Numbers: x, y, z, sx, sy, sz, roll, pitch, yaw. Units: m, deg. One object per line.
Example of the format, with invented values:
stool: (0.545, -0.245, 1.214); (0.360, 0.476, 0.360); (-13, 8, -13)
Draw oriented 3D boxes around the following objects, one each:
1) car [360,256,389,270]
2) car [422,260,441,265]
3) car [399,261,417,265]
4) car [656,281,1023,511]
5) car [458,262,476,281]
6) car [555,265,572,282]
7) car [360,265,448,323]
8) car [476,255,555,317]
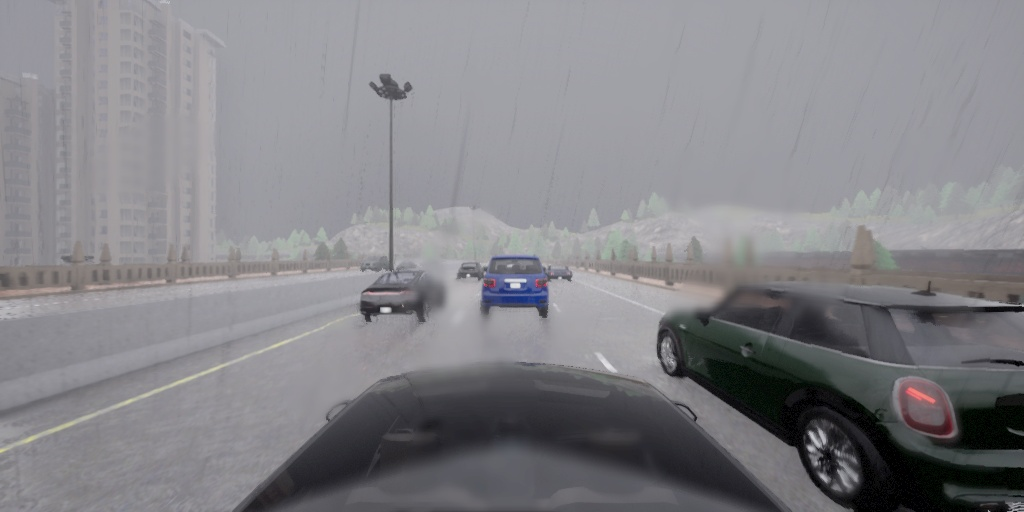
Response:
car: (-17.576, 1.015, 46.327); (2.150, 2.045, 5.566); (0, 0, 0)
car: (-10.574, 1.298, 46.944); (1.837, 1.490, 4.892); (0, 0, 0)
car: (-14.065, 1.364, 48.405); (1.994, 1.385, 4.181); (0, 0, 0)
car: (3.600, 1.101, 4.507); (2.097, 1.767, 4.553); (0, 0, 0)
car: (-3.394, 1.266, 30.316); (1.837, 1.490, 4.892); (0, 0, 0)
car: (3.606, 1.361, 29.075); (1.895, 1.301, 4.718); (0, 0, 0)
car: (-3.398, 1.240, 12.078); (2.128, 1.511, 4.902); (0, 0, 0)
car: (0.102, 0.971, 13.303); (2.150, 2.045, 5.566); (0, 0, 0)
